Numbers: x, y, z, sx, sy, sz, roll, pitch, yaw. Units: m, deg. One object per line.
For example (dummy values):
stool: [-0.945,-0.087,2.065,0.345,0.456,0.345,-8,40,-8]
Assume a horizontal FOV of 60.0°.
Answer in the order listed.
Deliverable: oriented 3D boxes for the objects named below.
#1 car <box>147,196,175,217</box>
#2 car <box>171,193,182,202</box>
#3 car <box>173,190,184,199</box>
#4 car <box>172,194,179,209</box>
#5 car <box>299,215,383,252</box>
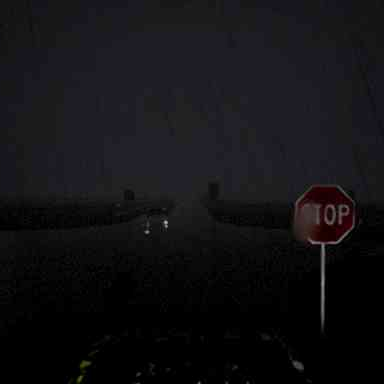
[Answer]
car: [-2.924,1.390,30.412,1.882,1.535,5.008,0,0,1]
car: [-2.906,1.300,50.559,1.882,1.535,5.008,0,1,0]
car: [-2.851,0.690,65.781,2.150,2.045,5.566,0,0,0]
car: [-2.902,1.375,40.508,1.837,1.490,4.892,0,0,0]
car: [6.936,1.598,13.714,4.718,1.301,1.895,0,0,-18]
